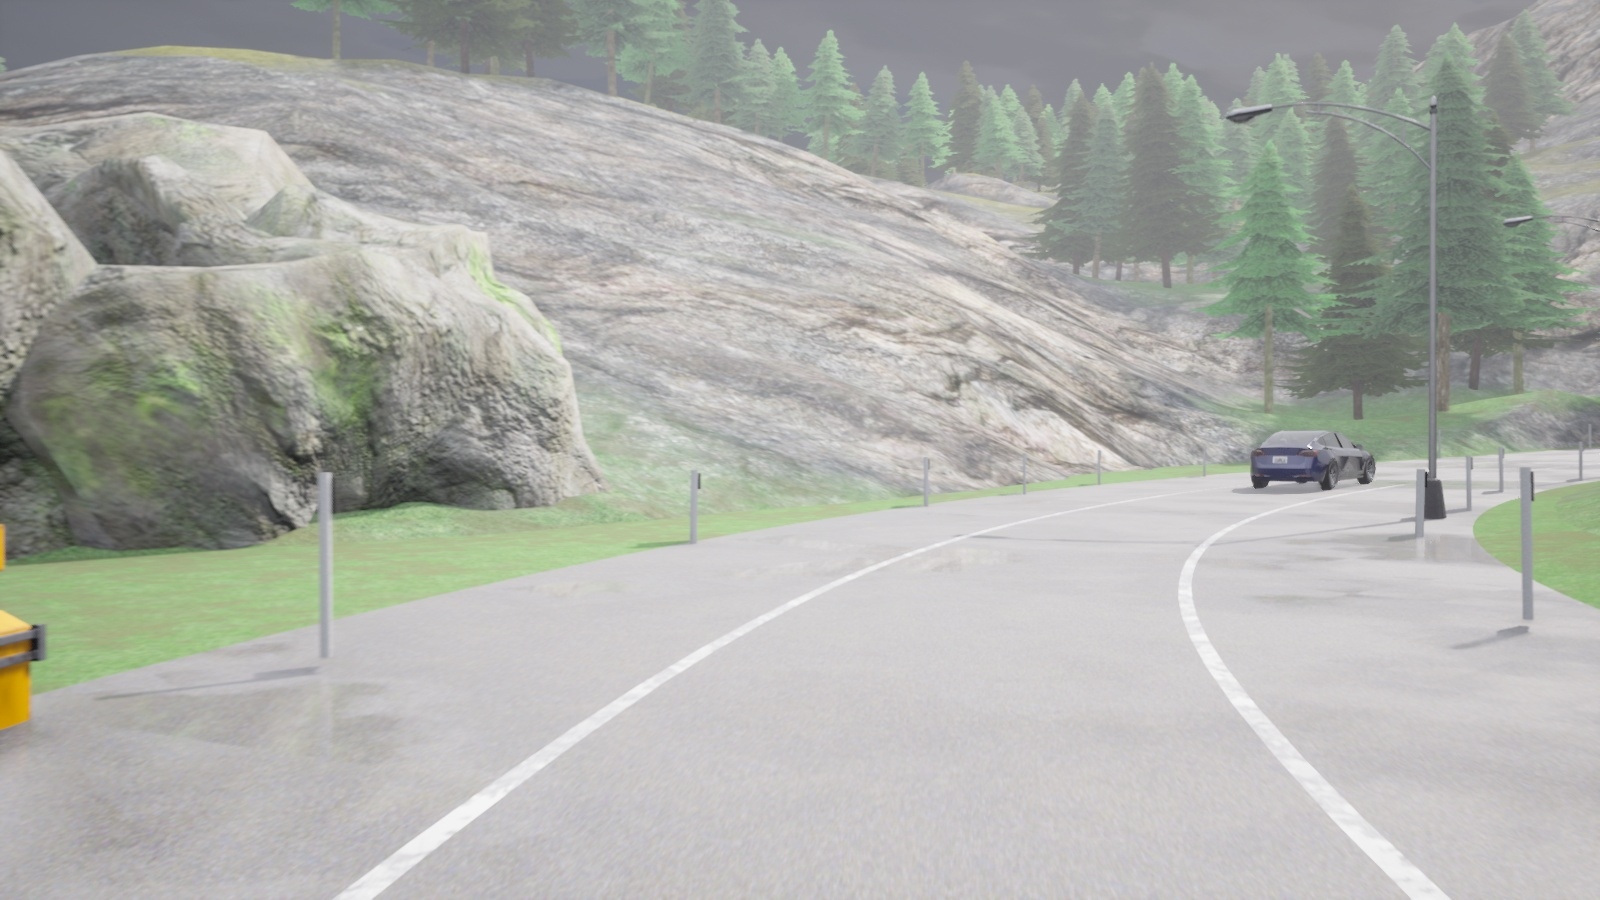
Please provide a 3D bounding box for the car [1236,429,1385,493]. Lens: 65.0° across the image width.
[{"bbox_3d":[13.362,0.227,32.719,2.163,1.488,4.792,0,2,41],"label":"car"}]
